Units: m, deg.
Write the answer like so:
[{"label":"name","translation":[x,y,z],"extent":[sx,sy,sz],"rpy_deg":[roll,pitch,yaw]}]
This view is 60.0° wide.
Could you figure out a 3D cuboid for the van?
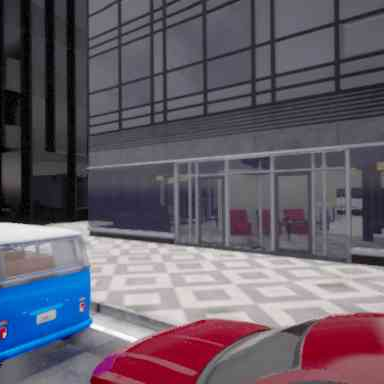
[{"label":"van","translation":[-3.392,1.396,5.388],"extent":[3.998,1.788,1.690],"rpy_deg":[-1,0,36]}]

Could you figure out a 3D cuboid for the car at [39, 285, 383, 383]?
[{"label":"car","translation":[1.181,1.546,2.122],"extent":[4.507,1.381,1.887],"rpy_deg":[-1,0,36]}]
